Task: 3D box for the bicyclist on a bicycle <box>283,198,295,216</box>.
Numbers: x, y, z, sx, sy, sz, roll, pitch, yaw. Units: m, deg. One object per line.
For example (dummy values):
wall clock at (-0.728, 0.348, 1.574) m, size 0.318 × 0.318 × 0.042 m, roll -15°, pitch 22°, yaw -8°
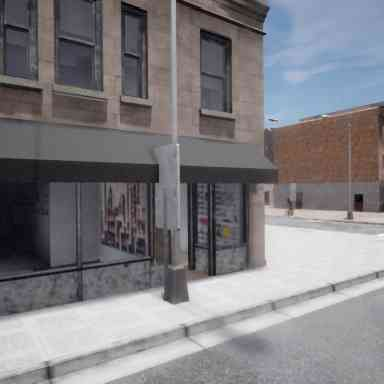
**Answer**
bicyclist on a bicycle at (8.946, 1.375, 30.642) m, size 1.656 × 1.620 × 0.582 m, roll -1°, pitch 1°, yaw -35°
